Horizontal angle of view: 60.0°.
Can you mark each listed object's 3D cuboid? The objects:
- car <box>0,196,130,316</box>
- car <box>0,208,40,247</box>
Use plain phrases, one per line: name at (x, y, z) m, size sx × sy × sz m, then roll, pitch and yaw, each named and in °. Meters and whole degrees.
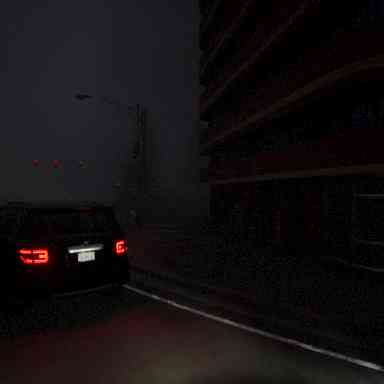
car at (-3.554, 1.221, 7.879) m, size 2.150 × 2.045 × 5.566 m, roll 0°, pitch 0°, yaw -40°
car at (-8.425, 1.564, 15.847) m, size 1.994 × 1.385 × 4.181 m, roll 0°, pitch 0°, yaw -26°
